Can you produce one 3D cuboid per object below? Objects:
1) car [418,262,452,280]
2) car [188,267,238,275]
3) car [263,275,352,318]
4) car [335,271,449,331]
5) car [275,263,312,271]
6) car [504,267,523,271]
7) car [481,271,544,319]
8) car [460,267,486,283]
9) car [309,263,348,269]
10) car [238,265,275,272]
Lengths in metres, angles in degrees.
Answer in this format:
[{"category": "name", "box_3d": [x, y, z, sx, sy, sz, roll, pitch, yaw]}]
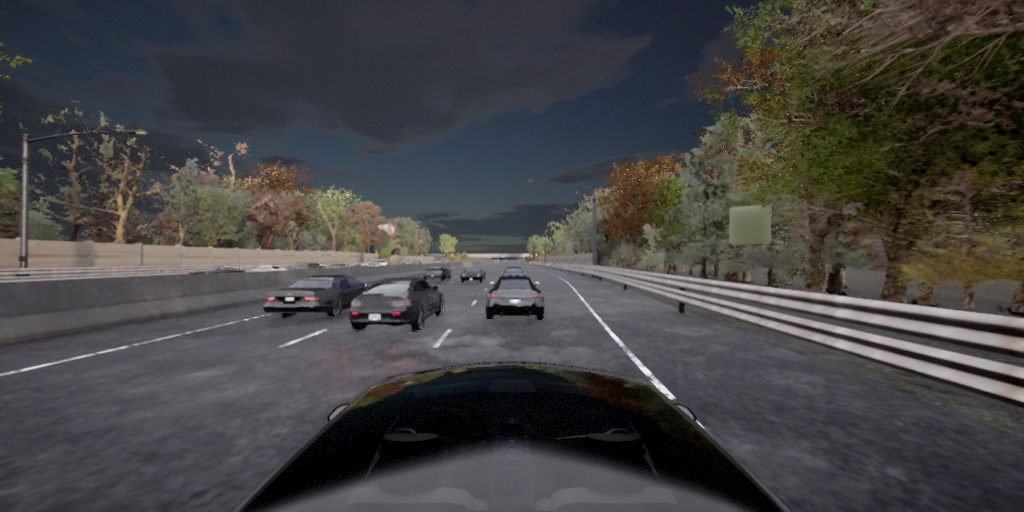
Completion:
[{"category": "car", "box_3d": [-6.864, 1.564, 33.486, 2.128, 1.511, 4.902, 0, -1, 0]}, {"category": "car", "box_3d": [-27.870, 1.676, 33.902, 1.895, 1.301, 4.718, 0, -1, -1]}, {"category": "car", "box_3d": [-6.892, 1.415, 13.639, 2.033, 1.411, 5.357, 0, -1, 0]}, {"category": "car", "box_3d": [-3.398, 1.369, 11.213, 1.812, 1.442, 4.674, 0, 0, 0]}, {"category": "car", "box_3d": [-21.051, 1.452, 36.132, 2.097, 1.767, 4.553, 0, -1, 0]}, {"category": "car", "box_3d": [0.127, 1.569, 28.640, 2.033, 1.411, 5.357, 0, -1, 0]}, {"category": "car", "box_3d": [0.104, 1.431, 13.429, 1.994, 1.385, 4.181, 0, -1, 0]}, {"category": "car", "box_3d": [-3.366, 1.657, 31.934, 1.895, 1.301, 4.718, 0, -1, 0]}, {"category": "car", "box_3d": [-17.556, 1.645, 35.942, 2.033, 1.411, 5.357, 0, -1, 0]}, {"category": "car", "box_3d": [-24.553, 1.623, 35.921, 1.812, 1.442, 4.674, 0, -1, 0]}]
